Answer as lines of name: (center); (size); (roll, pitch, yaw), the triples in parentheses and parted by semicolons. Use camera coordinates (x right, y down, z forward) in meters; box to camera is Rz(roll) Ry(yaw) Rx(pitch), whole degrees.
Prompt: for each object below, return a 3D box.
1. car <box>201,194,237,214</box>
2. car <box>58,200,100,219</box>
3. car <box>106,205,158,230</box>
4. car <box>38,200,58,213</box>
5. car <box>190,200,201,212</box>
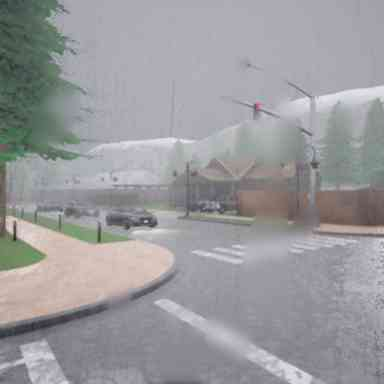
car: (3.561, 1.149, 32.826); (4.605, 1.855, 1.932); (0, 0, -37)
car: (-9.601, 1.475, 28.833); (2.128, 1.511, 4.902); (0, 0, -37)
car: (-3.877, 1.546, 21.148); (1.994, 1.385, 4.181); (0, 0, -37)
car: (-15.760, 1.547, 37.040); (1.994, 1.385, 4.181); (0, 0, -37)
car: (1.745, 1.151, 34.607); (3.866, 1.878, 1.905); (0, 0, -37)
